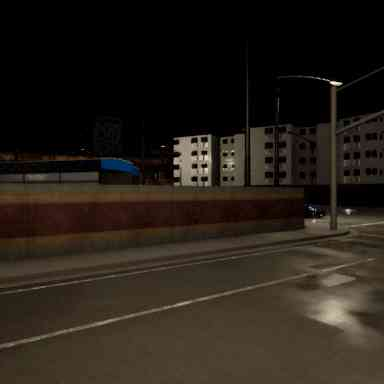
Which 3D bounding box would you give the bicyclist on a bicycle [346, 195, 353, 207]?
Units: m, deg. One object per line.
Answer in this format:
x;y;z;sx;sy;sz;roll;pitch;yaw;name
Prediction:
22.109;1.300;46.637;1.656;1.620;0.582;0;0;-35;bicyclist on a bicycle

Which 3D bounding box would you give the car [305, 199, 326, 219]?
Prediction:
9.538;1.352;29.564;2.097;1.767;4.553;0;0;-33;car
